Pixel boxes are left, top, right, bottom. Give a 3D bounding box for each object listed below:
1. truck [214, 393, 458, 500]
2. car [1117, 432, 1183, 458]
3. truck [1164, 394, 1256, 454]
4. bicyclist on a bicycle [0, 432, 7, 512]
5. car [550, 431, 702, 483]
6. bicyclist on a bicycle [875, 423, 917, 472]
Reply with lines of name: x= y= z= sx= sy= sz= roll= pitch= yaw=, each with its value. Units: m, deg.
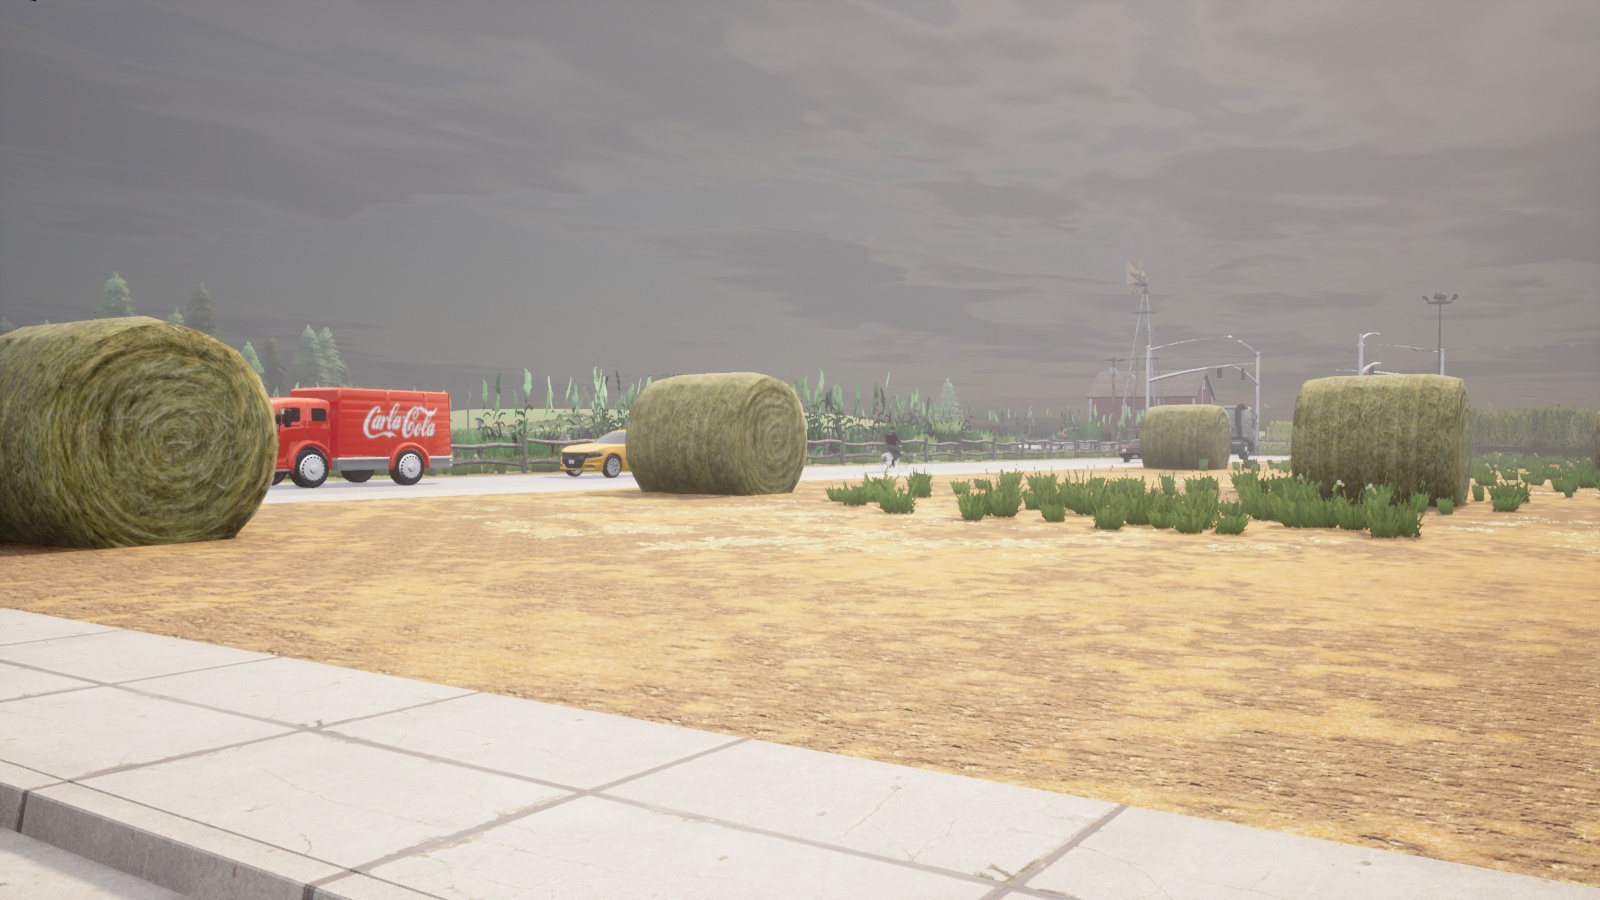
truck: x=-11.702 y=-0.121 z=32.009 sx=2.627 sy=2.467 sz=5.204 roll=0 pitch=1 yaw=36
car: x=18.892 y=-0.298 z=67.641 sx=1.895 sy=1.301 sz=4.718 roll=0 pitch=1 yaw=36
truck: x=24.800 y=-1.543 z=75.659 sx=2.891 sy=3.462 sz=7.936 roll=0 pitch=1 yaw=36
bicyclist on a bicycle: x=-16.852 y=0.460 z=25.021 sx=0.582 sy=1.620 sz=1.656 roll=0 pitch=1 yaw=36
car: x=-5.506 y=0.172 z=40.422 sx=1.882 sy=1.535 sz=5.008 roll=0 pitch=1 yaw=36
bicyclist on a bicycle: x=3.582 y=-0.105 z=46.857 sx=0.659 sy=1.776 sz=1.843 roll=0 pitch=1 yaw=36
